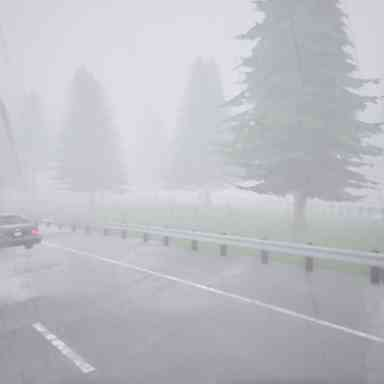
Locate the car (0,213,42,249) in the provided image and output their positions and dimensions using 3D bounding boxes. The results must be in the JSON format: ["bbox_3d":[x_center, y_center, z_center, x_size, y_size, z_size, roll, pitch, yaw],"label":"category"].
[{"bbox_3d":[-8.028,1.564,13.674,5.357,1.411,2.033,0,1,45],"label":"car"}]
